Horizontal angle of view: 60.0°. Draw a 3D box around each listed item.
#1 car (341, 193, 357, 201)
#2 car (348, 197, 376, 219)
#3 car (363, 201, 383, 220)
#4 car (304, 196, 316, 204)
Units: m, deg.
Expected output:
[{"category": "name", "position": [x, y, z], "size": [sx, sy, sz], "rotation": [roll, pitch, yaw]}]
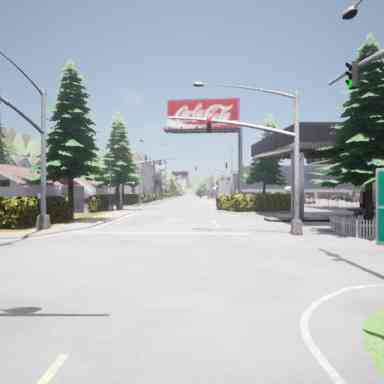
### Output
[{"category": "car", "position": [34.732, 1.486, 71.890], "size": [2.007, 1.523, 4.514], "rotation": [0, 0, 0]}, {"category": "car", "position": [14.308, 1.503, 24.982], "size": [3.866, 1.878, 1.905], "rotation": [0, 0, 0]}, {"category": "car", "position": [18.621, 1.670, 30.662], "size": [4.611, 1.667, 2.242], "rotation": [0, 0, 0]}, {"category": "car", "position": [22.347, 1.549, 64.068], "size": [1.970, 1.475, 3.806], "rotation": [0, 0, 0]}]
